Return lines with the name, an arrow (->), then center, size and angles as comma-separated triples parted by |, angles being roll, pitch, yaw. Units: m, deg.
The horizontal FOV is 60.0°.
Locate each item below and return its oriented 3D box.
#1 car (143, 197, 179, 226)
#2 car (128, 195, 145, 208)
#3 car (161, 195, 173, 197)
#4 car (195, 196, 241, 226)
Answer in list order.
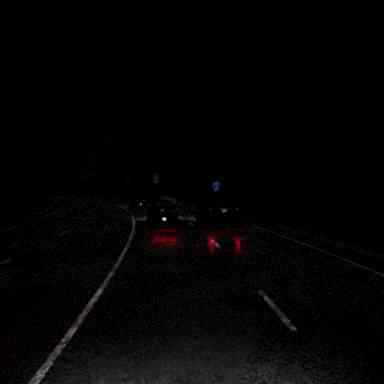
car -> -1.984, 1.279, 21.452 | 1.837, 1.490, 4.892 | 0, 1, -9
car -> -6.494, 1.104, 39.659 | 1.837, 1.490, 4.892 | -1, 1, -18
car -> -3.102, 1.085, 40.564 | 1.812, 1.442, 4.674 | -1, 1, -18
car -> 1.547, 1.106, 21.416 | 2.097, 1.767, 4.553 | 0, 1, -9
